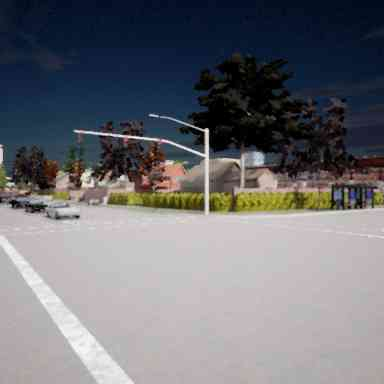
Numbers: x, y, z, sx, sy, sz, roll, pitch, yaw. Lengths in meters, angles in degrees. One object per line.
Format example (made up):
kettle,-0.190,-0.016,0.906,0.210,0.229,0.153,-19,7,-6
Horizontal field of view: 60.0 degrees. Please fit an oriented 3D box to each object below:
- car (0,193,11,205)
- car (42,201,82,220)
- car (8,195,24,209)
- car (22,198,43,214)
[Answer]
car,-33.039,1.202,58.770,2.150,2.045,5.566,0,0,-36
car,-10.895,1.584,28.082,1.895,1.301,4.718,0,0,-36
car,-22.964,1.460,44.744,1.882,1.535,5.008,0,0,-36
car,-16.807,1.584,36.233,1.895,1.301,4.718,0,0,-36
